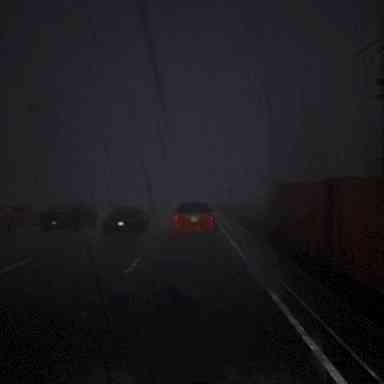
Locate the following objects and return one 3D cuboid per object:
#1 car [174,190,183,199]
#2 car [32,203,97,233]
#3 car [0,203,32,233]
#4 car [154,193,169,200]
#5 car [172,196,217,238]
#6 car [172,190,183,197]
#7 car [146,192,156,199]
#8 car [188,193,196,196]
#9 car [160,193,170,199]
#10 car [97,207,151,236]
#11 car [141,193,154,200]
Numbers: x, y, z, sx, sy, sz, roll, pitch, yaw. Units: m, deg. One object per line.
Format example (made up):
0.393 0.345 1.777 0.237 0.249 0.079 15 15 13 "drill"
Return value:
-3.509 0.627 85.462 2.150 2.045 5.566 0 0 0 "car"
-6.903 1.381 19.107 1.882 1.535 5.008 0 0 0 "car"
-10.403 1.381 19.103 1.882 1.535 5.008 0 0 0 "car"
-7.008 1.213 76.498 1.895 1.301 4.718 0 0 0 "car"
0.097 1.265 17.264 2.097 1.767 4.553 0 0 0 "car"
-3.508 0.966 75.778 2.097 1.767 4.553 0 0 0 "car"
-10.509 0.879 85.424 1.882 1.535 5.008 0 0 0 "car"
-0.008 1.167 76.722 1.994 1.385 4.181 0 0 0 "car"
-7.009 0.926 85.421 2.128 1.511 4.902 0 0 0 "car"
-3.403 1.474 17.877 1.994 1.385 4.181 0 0 0 "car"
-10.508 1.167 76.785 1.994 1.385 4.181 0 0 0 "car"
